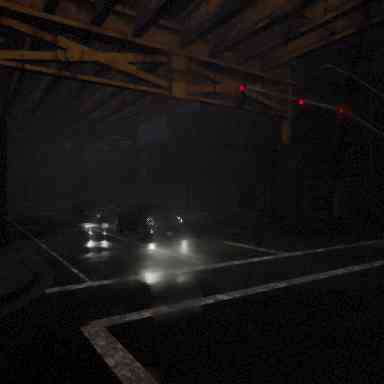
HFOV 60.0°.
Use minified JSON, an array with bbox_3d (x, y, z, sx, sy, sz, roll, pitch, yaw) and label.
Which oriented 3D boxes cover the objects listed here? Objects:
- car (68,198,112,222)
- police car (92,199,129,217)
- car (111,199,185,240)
[{"bbox_3d":[-8.156,1.490,26.293,2.128,1.511,4.902,0,0,-33],"label":"car"},{"bbox_3d":[-8.167,1.509,32.874,2.038,1.542,4.974,0,0,-33],"label":"police car"},{"bbox_3d":[-2.265,1.352,17.260,2.097,1.767,4.553,0,0,-33],"label":"car"}]
